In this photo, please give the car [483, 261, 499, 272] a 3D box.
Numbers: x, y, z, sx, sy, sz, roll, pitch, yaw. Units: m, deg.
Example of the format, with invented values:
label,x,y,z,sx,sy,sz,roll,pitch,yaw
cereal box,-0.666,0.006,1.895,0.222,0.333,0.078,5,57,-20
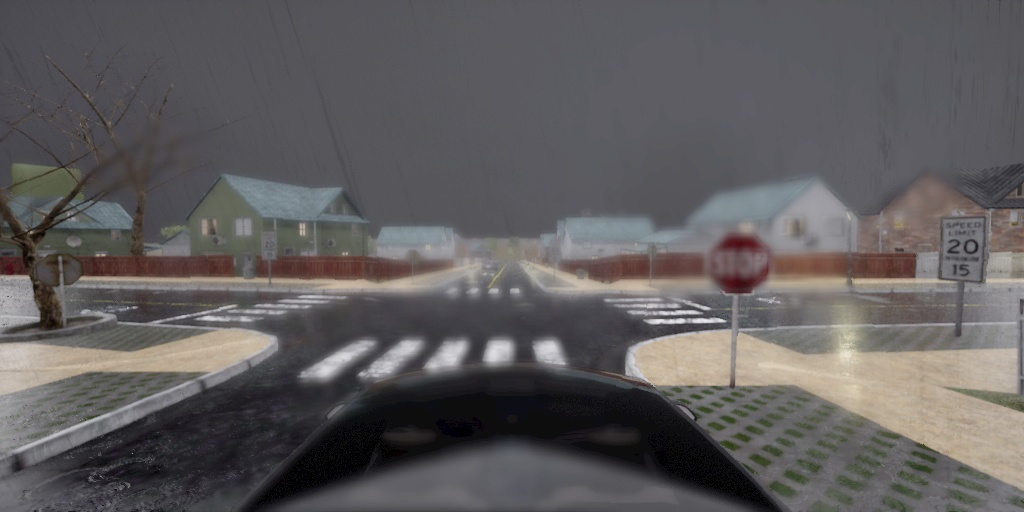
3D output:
label,x,y,z,sx,sy,sz,roll,pitch,yaw
car,-2.730,1.355,47.498,2.128,1.511,4.902,0,0,0
